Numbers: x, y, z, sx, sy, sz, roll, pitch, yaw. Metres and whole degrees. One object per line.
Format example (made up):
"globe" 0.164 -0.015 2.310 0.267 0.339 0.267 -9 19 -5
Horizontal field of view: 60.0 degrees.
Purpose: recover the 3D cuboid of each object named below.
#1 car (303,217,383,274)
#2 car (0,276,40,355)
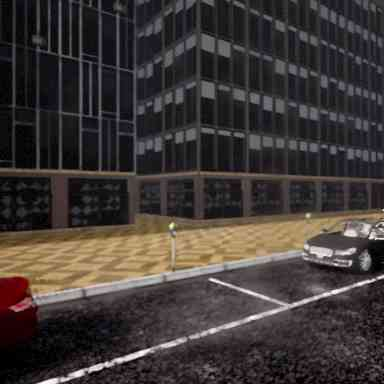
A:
"car" 5.263 1.495 10.310 4.403 1.369 2.008 0 0 -36
"car" -4.006 1.589 3.698 4.206 1.307 1.802 0 0 -35
